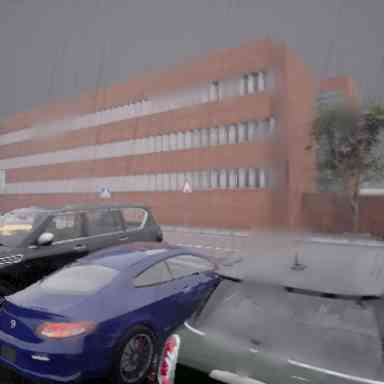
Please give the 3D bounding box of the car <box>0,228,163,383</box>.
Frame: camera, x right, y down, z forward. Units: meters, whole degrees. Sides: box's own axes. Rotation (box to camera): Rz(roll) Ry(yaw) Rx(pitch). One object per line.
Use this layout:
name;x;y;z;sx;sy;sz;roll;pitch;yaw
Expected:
car;-0.625;1.554;5.441;2.002;1.452;4.674;-1;0;36

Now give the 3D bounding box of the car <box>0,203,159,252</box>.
car;-2.940;1.289;7.064;2.435;2.045;5.566;-1;0;36

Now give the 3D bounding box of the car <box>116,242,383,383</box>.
car;1.656;1.362;3.775;2.185;1.767;4.553;-1;0;36
